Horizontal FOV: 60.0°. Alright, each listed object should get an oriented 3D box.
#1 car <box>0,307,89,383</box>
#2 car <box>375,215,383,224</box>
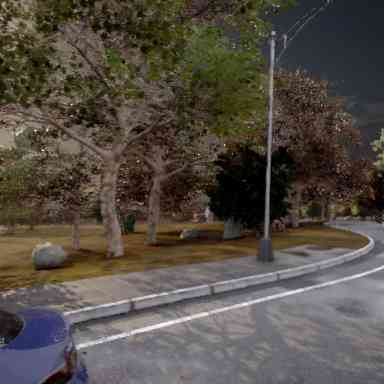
[{"bbox_3d":[-3.010,1.524,1.899,4.674,1.442,1.812,0,0,-36],"label":"car"},{"bbox_3d":[24.780,3.306,41.037,4.674,1.442,1.812,3,-2,-25],"label":"car"}]
